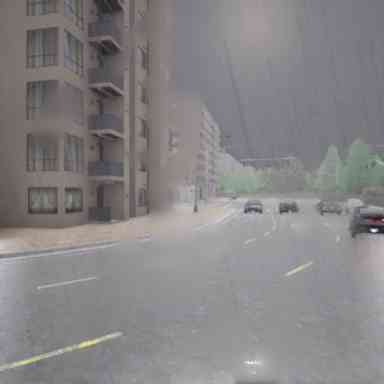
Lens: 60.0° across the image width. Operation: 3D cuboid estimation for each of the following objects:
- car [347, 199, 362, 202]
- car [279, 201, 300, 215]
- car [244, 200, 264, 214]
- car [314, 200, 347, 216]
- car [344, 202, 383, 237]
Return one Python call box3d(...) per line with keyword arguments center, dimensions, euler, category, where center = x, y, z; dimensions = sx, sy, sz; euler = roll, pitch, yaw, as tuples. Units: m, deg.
box3d(center=(17.703, 1.488, 36.661), dimensions=(1.812, 1.442, 4.674), euler=(0, 0, 13), category="car")
box3d(center=(9.881, 1.572, 33.983), dimensions=(1.895, 1.301, 4.718), euler=(0, 0, 13), category="car")
box3d(center=(6.499, 1.522, 34.889), dimensions=(2.033, 1.411, 5.357), euler=(0, 0, 13), category="car")
box3d(center=(13.318, 1.516, 32.765), dimensions=(2.033, 1.411, 5.357), euler=(0, 0, 12), category="car")
box3d(center=(9.216, 1.486, 17.350), dimensions=(1.837, 1.490, 4.892), euler=(1, 0, 23), category="car")
